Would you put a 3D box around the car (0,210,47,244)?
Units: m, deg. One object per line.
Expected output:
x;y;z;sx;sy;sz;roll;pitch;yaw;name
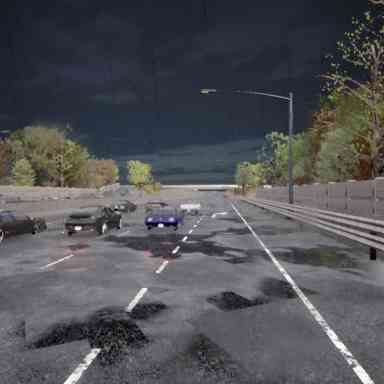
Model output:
-9.044;1.547;15.740;2.033;1.411;5.357;0;0;5;car

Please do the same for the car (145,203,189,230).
-1.540;1.600;21.003;1.895;1.301;4.718;0;0;5;car

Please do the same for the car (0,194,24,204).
-24.267;1.358;43.842;2.097;1.767;4.553;0;0;6;car

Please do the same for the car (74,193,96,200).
-19.231;1.249;60.157;2.150;2.045;5.566;0;0;6;car

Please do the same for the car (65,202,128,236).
-5.280;1.504;18.522;1.837;1.490;4.892;0;0;5;car

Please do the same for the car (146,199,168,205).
-3.714;1.493;35.734;2.128;1.511;4.902;0;0;5;car

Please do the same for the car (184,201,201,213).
-0.098;1.604;36.888;1.895;1.301;4.718;0;0;5;car

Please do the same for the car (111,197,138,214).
-7.266;1.550;35.360;2.033;1.411;5.357;0;0;5;car
